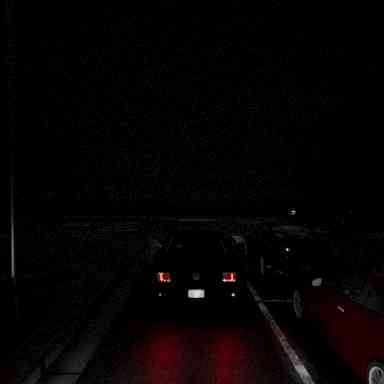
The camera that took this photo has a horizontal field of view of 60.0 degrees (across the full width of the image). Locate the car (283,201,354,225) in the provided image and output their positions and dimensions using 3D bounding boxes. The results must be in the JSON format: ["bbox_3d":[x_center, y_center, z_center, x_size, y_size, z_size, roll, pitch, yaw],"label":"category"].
[{"bbox_3d":[8.654,1.407,23.168,4.553,1.767,2.097,1,1,0],"label":"car"}]

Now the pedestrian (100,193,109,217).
[{"bbox_3d":[-6.864,1.000,26.072,0.375,1.860,0.375,0,1,0],"label":"pedestrian"}]

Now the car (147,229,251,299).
[{"bbox_3d":[0.094,1.597,8.384,1.895,1.301,4.718,0,0,0],"label":"car"}]

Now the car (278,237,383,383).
[{"bbox_3d":[2.625,1.580,4.354,1.802,1.307,4.206,-1,0,0],"label":"car"}]

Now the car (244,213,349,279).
[{"bbox_3d":[2.628,1.546,9.886,2.008,1.369,4.403,-1,0,0],"label":"car"}]
